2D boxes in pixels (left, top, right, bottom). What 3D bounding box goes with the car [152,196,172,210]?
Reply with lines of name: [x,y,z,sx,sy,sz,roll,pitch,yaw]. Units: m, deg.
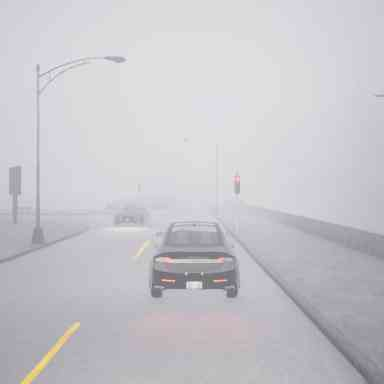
car: [-4.116,1.352,43.848,2.097,1.767,4.553,0,0,0]

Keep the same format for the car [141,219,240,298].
car: [0.059,1.492,8.514,2.128,1.511,4.902,0,0,0]

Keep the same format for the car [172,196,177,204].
car: [-4.059,1.548,66.113,2.033,1.411,5.357,0,0,1]

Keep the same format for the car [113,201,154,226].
car: [-4.109,1.563,23.222,1.994,1.385,4.181,0,0,0]
